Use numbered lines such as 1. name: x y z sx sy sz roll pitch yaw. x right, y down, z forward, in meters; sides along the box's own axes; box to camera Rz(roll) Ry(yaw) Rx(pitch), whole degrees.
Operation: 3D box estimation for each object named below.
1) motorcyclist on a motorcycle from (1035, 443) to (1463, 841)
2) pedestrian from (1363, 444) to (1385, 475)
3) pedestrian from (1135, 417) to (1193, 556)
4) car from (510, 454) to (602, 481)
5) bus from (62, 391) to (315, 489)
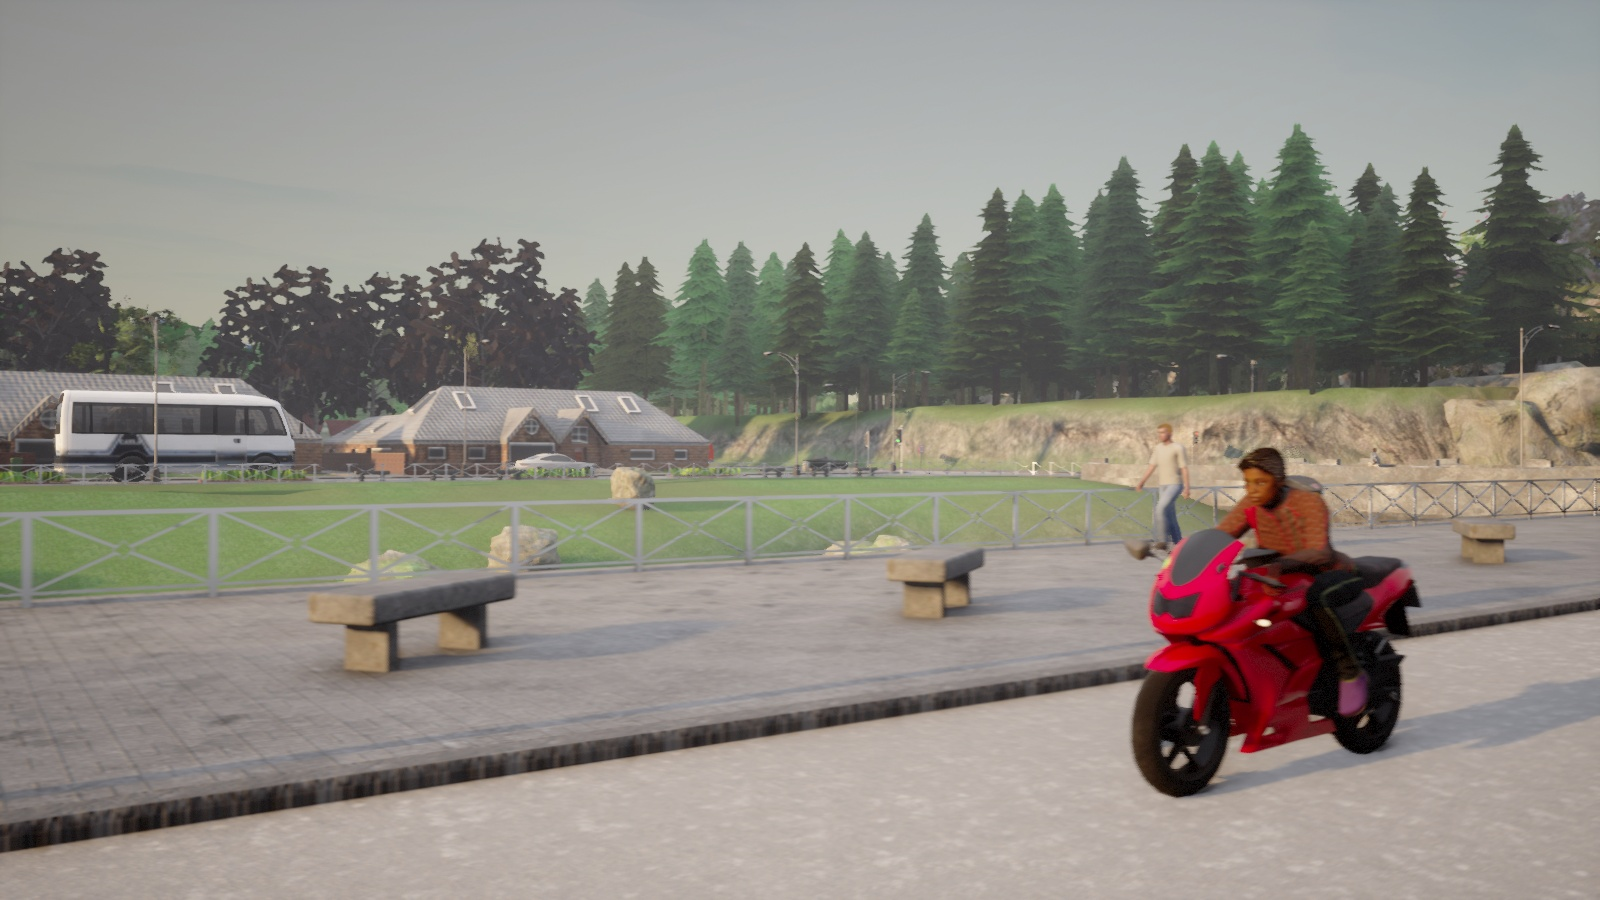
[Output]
1. motorcyclist on a motorcycle: 2.090 0.737 5.723 2.044 1.523 0.797 0 0 -35
2. pedestrian: 35.080 0.569 76.760 0.874 1.855 0.900 0 0 -34
3. pedestrian: 4.925 0.486 16.988 0.706 1.836 0.354 0 0 -27
4. car: -13.570 0.971 69.945 4.674 1.442 1.812 0 0 -35
5. bus: -28.791 -0.425 59.361 10.273 4.253 3.944 0 0 -35
